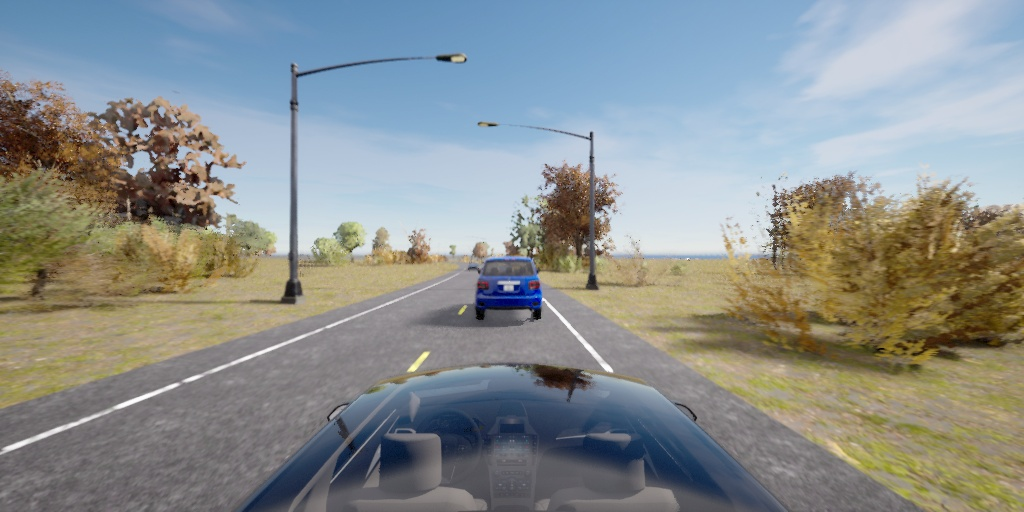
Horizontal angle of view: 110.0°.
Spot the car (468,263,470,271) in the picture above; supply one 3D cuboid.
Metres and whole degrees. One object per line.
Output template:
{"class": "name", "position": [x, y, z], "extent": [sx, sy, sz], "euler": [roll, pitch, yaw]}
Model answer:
{"class": "car", "position": [-6.247, 1.687, 58.498], "extent": [2.033, 1.411, 5.357], "euler": [0, 0, -5]}

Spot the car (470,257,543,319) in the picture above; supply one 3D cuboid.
{"class": "car", "position": [-0.116, 1.046, 13.301], "extent": [2.150, 2.045, 5.566], "euler": [0, 0, 0]}
